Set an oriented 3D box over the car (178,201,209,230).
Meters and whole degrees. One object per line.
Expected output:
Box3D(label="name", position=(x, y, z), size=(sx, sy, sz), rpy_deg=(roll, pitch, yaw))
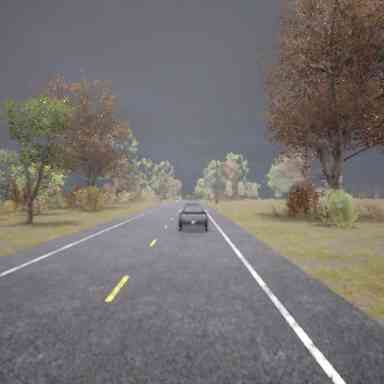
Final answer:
Box3D(label="car", position=(0.082, 1.593, 21.919), size=(2.128, 1.511, 4.902), rpy_deg=(0, 0, 0))
